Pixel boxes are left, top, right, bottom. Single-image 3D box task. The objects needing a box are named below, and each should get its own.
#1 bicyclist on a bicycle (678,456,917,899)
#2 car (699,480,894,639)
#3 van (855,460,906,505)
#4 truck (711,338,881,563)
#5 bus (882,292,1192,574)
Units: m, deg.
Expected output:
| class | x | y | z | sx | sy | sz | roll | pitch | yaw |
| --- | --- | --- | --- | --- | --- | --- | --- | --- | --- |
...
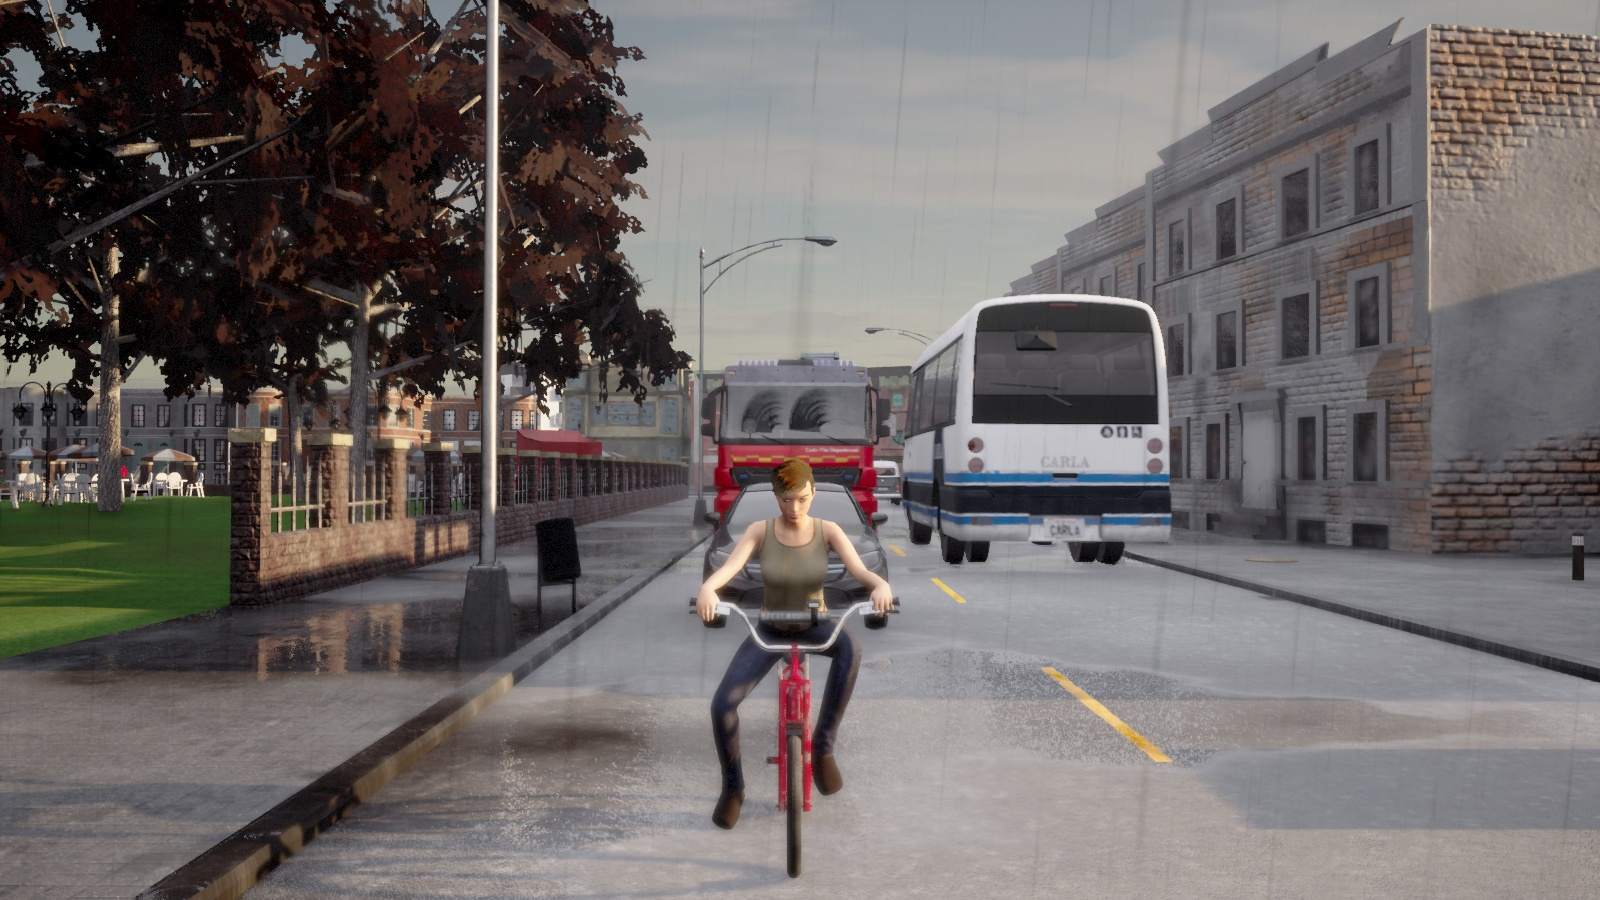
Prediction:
| class | x | y | z | sx | sy | sz | roll | pitch | yaw |
| --- | --- | --- | --- | --- | --- | --- | --- | --- | --- |
| bicyclist on a bicycle | -0.018 | 0.841 | 5.330 | 0.866 | 1.612 | 1.509 | 0 | -1 | -1 |
| car | -0.041 | 1.076 | 14.025 | 1.812 | 1.442 | 4.674 | 0 | -1 | 0 |
| van | 3.775 | 1.520 | 59.550 | 2.069 | 2.038 | 4.480 | 0 | -1 | 0 |
| truck | -0.086 | 0.080 | 25.616 | 2.891 | 3.827 | 8.468 | 0 | -1 | 0 |
| bus | 3.919 | -0.173 | 24.134 | 3.944 | 4.253 | 10.273 | 0 | -1 | 0 |
